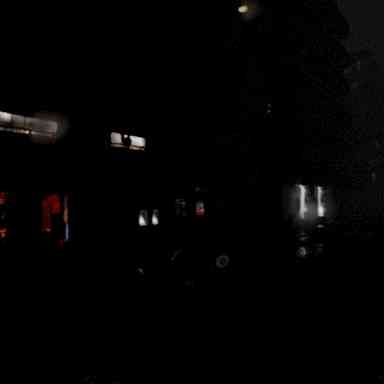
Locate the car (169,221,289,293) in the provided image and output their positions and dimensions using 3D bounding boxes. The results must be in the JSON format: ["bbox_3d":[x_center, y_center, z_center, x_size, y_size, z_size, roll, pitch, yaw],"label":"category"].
[{"bbox_3d":[1.170,1.641,9.460,1.967,1.590,4.097,-2,-2,38],"label":"car"}]
